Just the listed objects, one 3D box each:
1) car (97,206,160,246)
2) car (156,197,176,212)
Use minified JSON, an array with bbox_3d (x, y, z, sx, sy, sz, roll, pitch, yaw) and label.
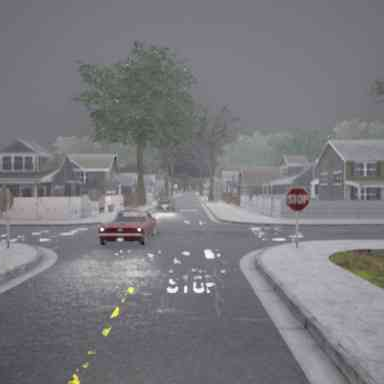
[{"bbox_3d":[-2.740,1.507,14.916,1.895,1.301,4.718,0,0,0],"label":"car"},{"bbox_3d":[-2.724,1.262,35.499,2.128,1.511,4.902,0,0,0],"label":"car"}]
